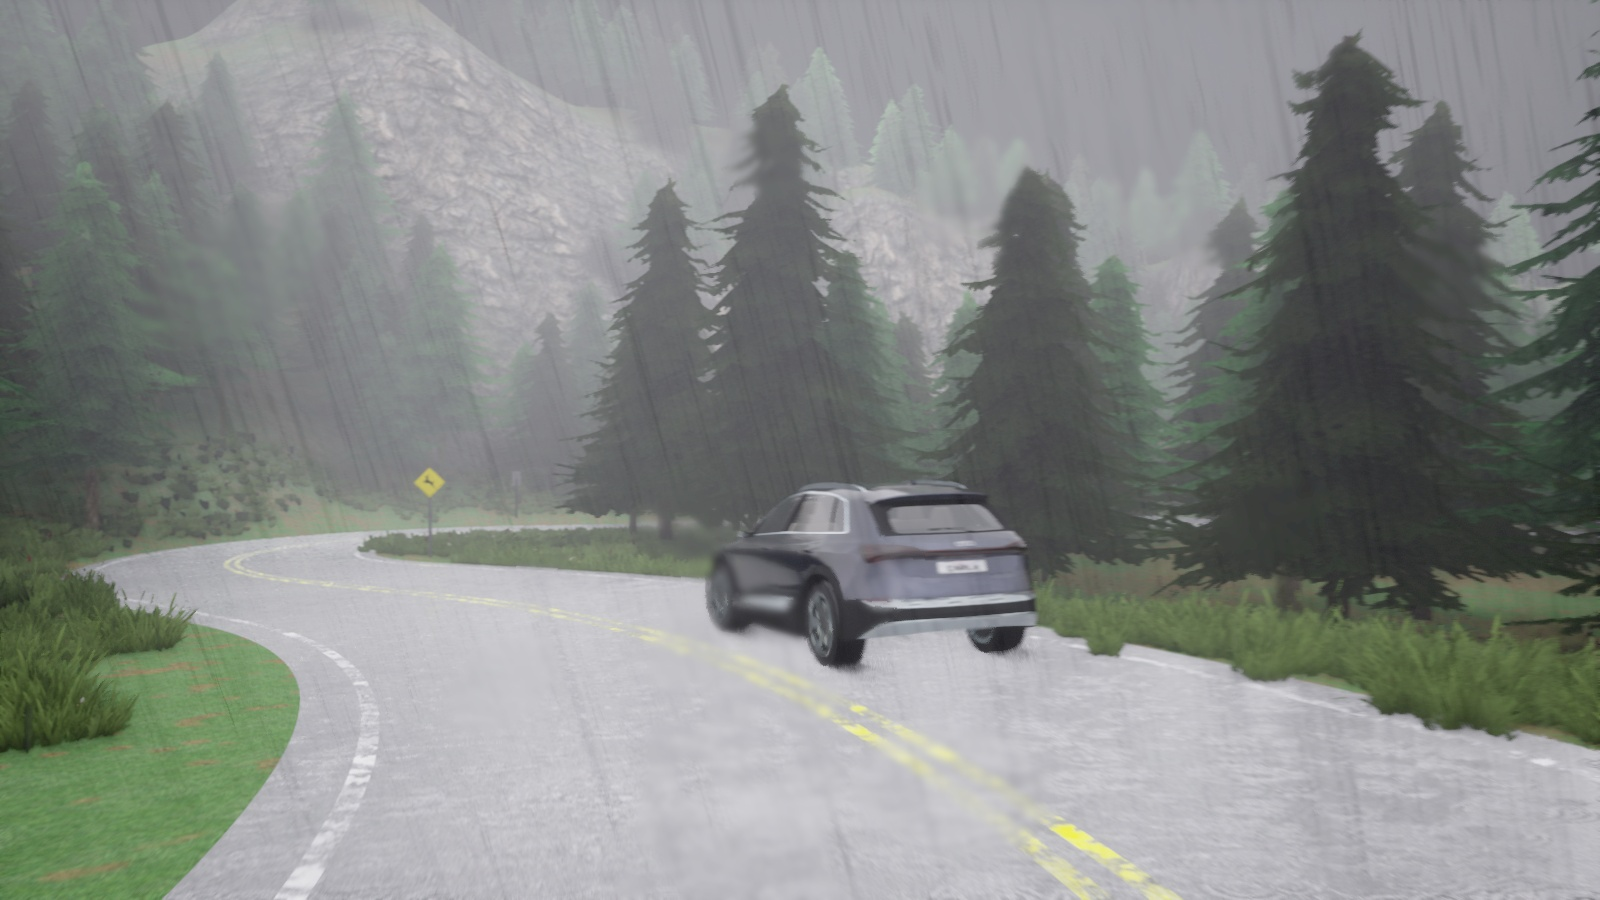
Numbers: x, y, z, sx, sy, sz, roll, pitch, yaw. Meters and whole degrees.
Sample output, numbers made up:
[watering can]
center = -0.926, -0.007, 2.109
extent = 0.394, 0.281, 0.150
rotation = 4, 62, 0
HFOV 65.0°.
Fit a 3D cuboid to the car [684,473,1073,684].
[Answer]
[car]
center = 0.504, 1.135, 12.825
extent = 2.033, 1.649, 4.856
rotation = -1, -2, -22
